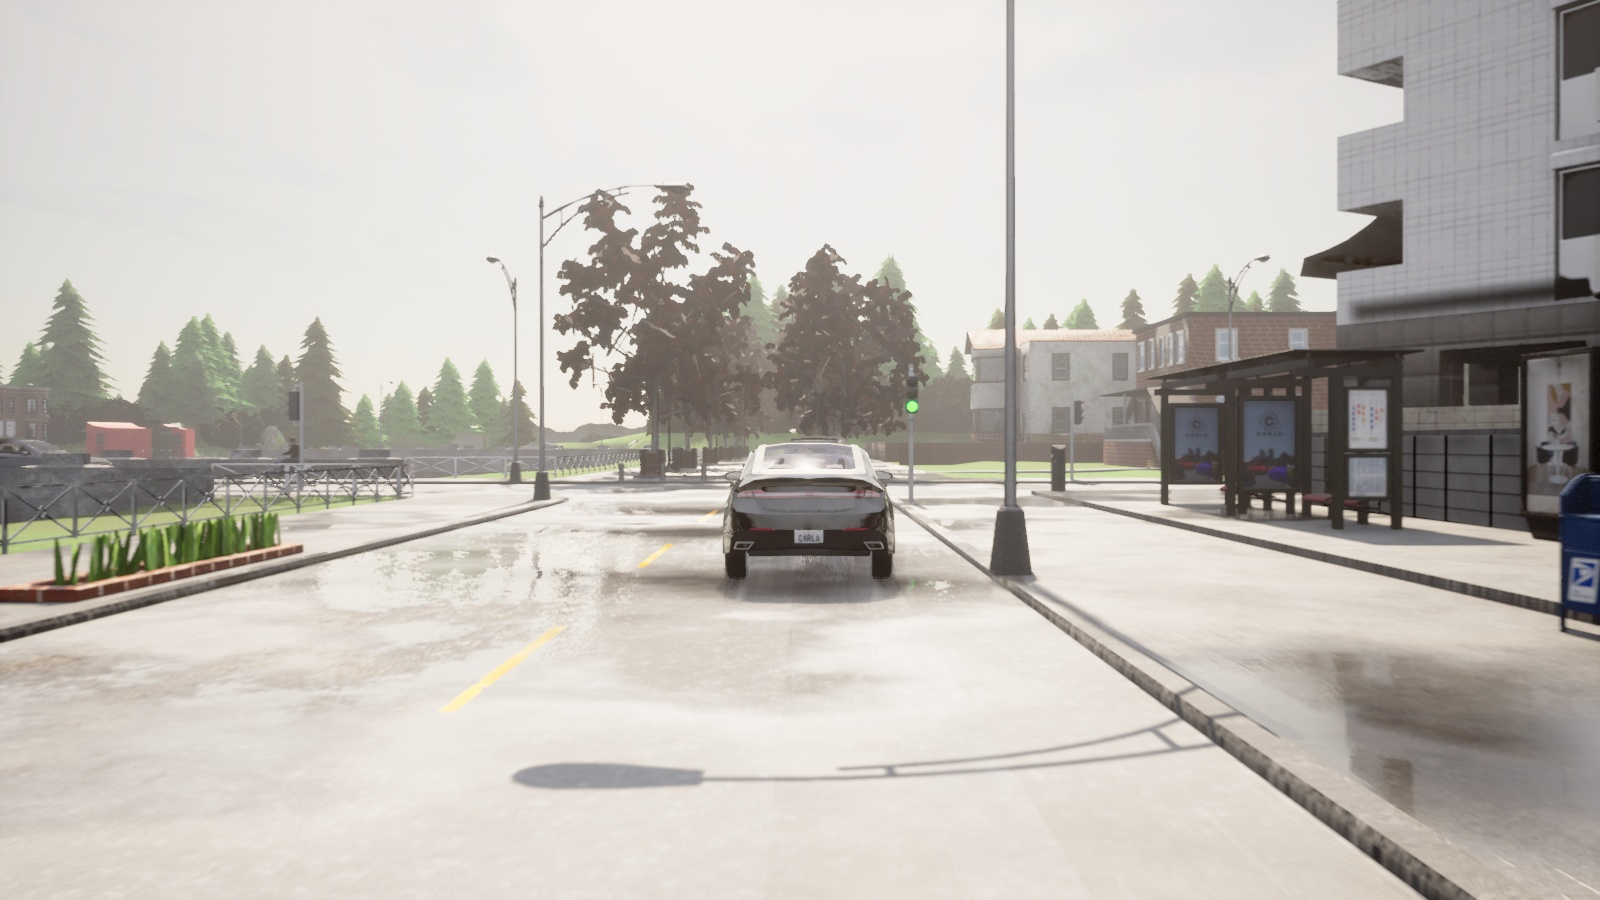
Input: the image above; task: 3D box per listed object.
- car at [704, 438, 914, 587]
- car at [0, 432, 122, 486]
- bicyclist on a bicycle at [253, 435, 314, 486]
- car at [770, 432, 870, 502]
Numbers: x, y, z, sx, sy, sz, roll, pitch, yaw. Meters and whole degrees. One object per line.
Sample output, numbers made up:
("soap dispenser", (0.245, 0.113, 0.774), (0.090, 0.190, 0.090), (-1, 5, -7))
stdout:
("car", (0.103, 0.617, 15.187), (2.128, 1.511, 4.902), (0, 0, 0))
("car", (-24.415, 0.283, 39.515), (5.027, 1.651, 2.152), (0, 0, 0))
("bicyclist on a bicycle", (-17.882, 0.358, 43.469), (1.843, 1.776, 0.659), (0, 0, 1))
("car", (0.633, 0.412, 34.291), (2.097, 1.767, 4.553), (0, 0, 9))
